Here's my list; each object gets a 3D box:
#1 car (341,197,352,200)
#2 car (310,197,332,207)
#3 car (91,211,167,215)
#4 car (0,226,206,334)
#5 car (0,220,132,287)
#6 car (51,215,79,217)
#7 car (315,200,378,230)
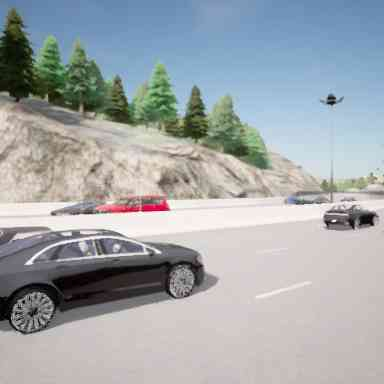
[{"bbox_3d":[25.228,1.537,53.383,2.128,1.511,4.902,0,0,38],"label":"car"},{"bbox_3d":[20.641,1.555,53.207,1.837,1.490,4.892,0,0,38],"label":"car"},{"bbox_3d":[-4.067,1.262,23.075,5.566,2.045,2.150,0,0,-39],"label":"car"},{"bbox_3d":[-1.929,1.505,6.817,4.902,1.511,2.128,0,0,-36],"label":"car"},{"bbox_3d":[-4.267,1.621,9.401,4.718,1.301,1.895,0,0,-36],"label":"car"},{"bbox_3d":[-7.499,1.539,24.829,4.902,1.511,2.128,0,0,-39],"label":"car"},{"bbox_3d":[10.216,1.510,21.285,4.902,1.511,2.128,0,0,-42],"label":"car"}]
